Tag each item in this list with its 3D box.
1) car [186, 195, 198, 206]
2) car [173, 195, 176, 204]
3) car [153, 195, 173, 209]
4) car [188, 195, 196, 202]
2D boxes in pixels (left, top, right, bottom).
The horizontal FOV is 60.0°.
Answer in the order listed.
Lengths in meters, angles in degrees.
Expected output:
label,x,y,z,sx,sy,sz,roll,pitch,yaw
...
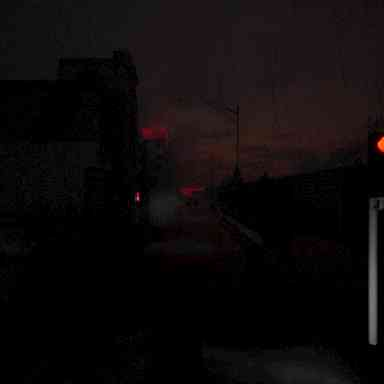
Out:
label,x,y,z,sx,sy,sz,roll,pitch,yaw
car,0.071,1.477,56.231,1.882,1.535,5.008,0,0,0
car,-4.117,1.601,53.600,1.895,1.301,4.718,0,0,0
car,-4.118,1.491,44.316,2.128,1.511,4.902,0,0,0
car,-0.041,1.524,79.672,1.812,1.442,4.674,0,0,0
